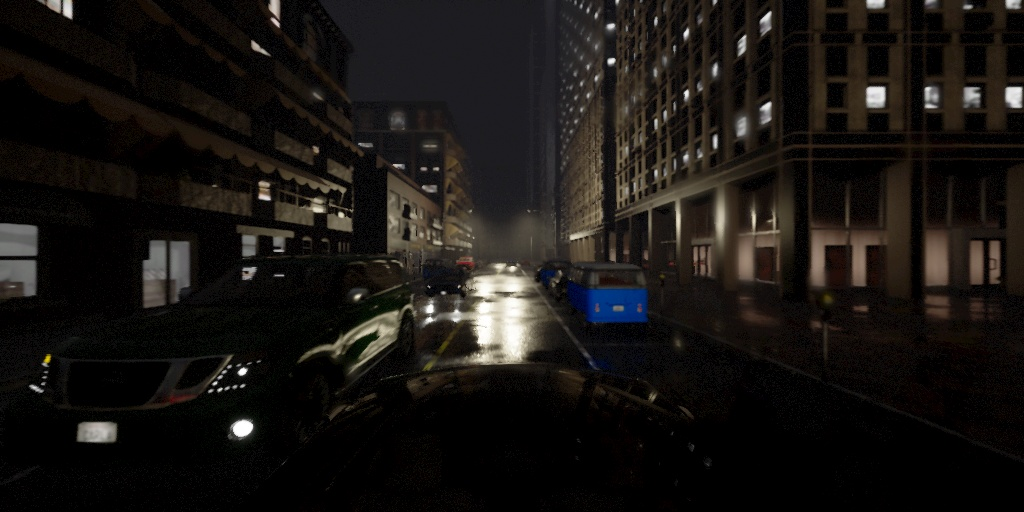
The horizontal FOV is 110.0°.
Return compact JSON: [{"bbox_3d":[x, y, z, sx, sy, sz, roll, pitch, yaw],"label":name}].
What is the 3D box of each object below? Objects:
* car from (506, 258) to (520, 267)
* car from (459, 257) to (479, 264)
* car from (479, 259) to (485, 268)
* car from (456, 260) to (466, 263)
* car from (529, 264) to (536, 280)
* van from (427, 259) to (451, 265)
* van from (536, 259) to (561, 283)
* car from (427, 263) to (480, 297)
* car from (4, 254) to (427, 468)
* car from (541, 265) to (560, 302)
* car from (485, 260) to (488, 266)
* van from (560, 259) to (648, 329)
[{"bbox_3d":[-0.114,1.236,64.656,2.128,1.511,4.902,0,0,0],"label":"car"},{"bbox_3d":[-5.767,1.064,44.762,2.192,1.841,5.009,0,0,0],"label":"car"},{"bbox_3d":[-5.787,1.317,56.060,1.948,1.339,4.313,0,0,0],"label":"car"},{"bbox_3d":[-5.745,1.332,33.465,1.802,1.307,4.207,0,0,0],"label":"car"},{"bbox_3d":[2.646,1.303,27.832,1.948,1.339,4.313,0,0,0],"label":"car"},{"bbox_3d":[-5.735,1.091,27.817,1.690,1.789,3.998,0,0,0],"label":"van"},{"bbox_3d":[2.657,1.079,22.184,1.690,1.789,3.998,0,0,0],"label":"van"},{"bbox_3d":[-3.110,1.296,18.955,2.033,1.411,5.357,0,0,0],"label":"car"},{"bbox_3d":[-3.100,0.976,5.449,2.150,2.045,5.566,0,0,0],"label":"car"},{"bbox_3d":[2.667,1.290,16.535,2.007,1.370,4.403,0,0,0],"label":"car"},{"bbox_3d":[-5.797,1.303,61.708,2.007,1.370,4.403,0,0,0],"label":"car"},{"bbox_3d":[2.677,1.082,10.887,1.690,1.789,3.998,0,0,0],"label":"van"}]
